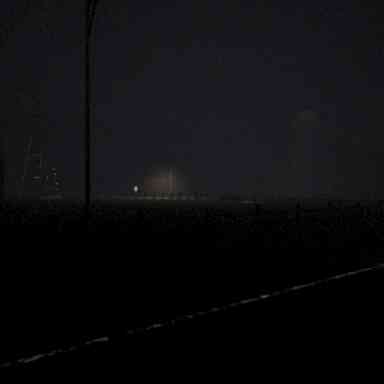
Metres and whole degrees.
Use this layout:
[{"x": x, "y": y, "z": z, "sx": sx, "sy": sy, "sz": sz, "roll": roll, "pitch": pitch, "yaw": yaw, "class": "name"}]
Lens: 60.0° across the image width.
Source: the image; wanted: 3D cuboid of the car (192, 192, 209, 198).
[{"x": 1.833, "y": 0.707, "z": 77.076, "sx": 1.837, "sy": 1.490, "sz": 4.892, "roll": -1, "pitch": 1, "yaw": -36, "class": "car"}]

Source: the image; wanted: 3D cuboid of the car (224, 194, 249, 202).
[{"x": 8.721, "y": 1.083, "z": 62.763, "sx": 1.994, "sy": 1.385, "sz": 4.181, "roll": -1, "pitch": 1, "yaw": -35, "class": "car"}]

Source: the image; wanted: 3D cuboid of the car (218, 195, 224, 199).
[{"x": 7.504, "y": 1.033, "z": 69.233, "sx": 1.895, "sy": 1.301, "sz": 4.718, "roll": -1, "pitch": 1, "yaw": -36, "class": "car"}]
